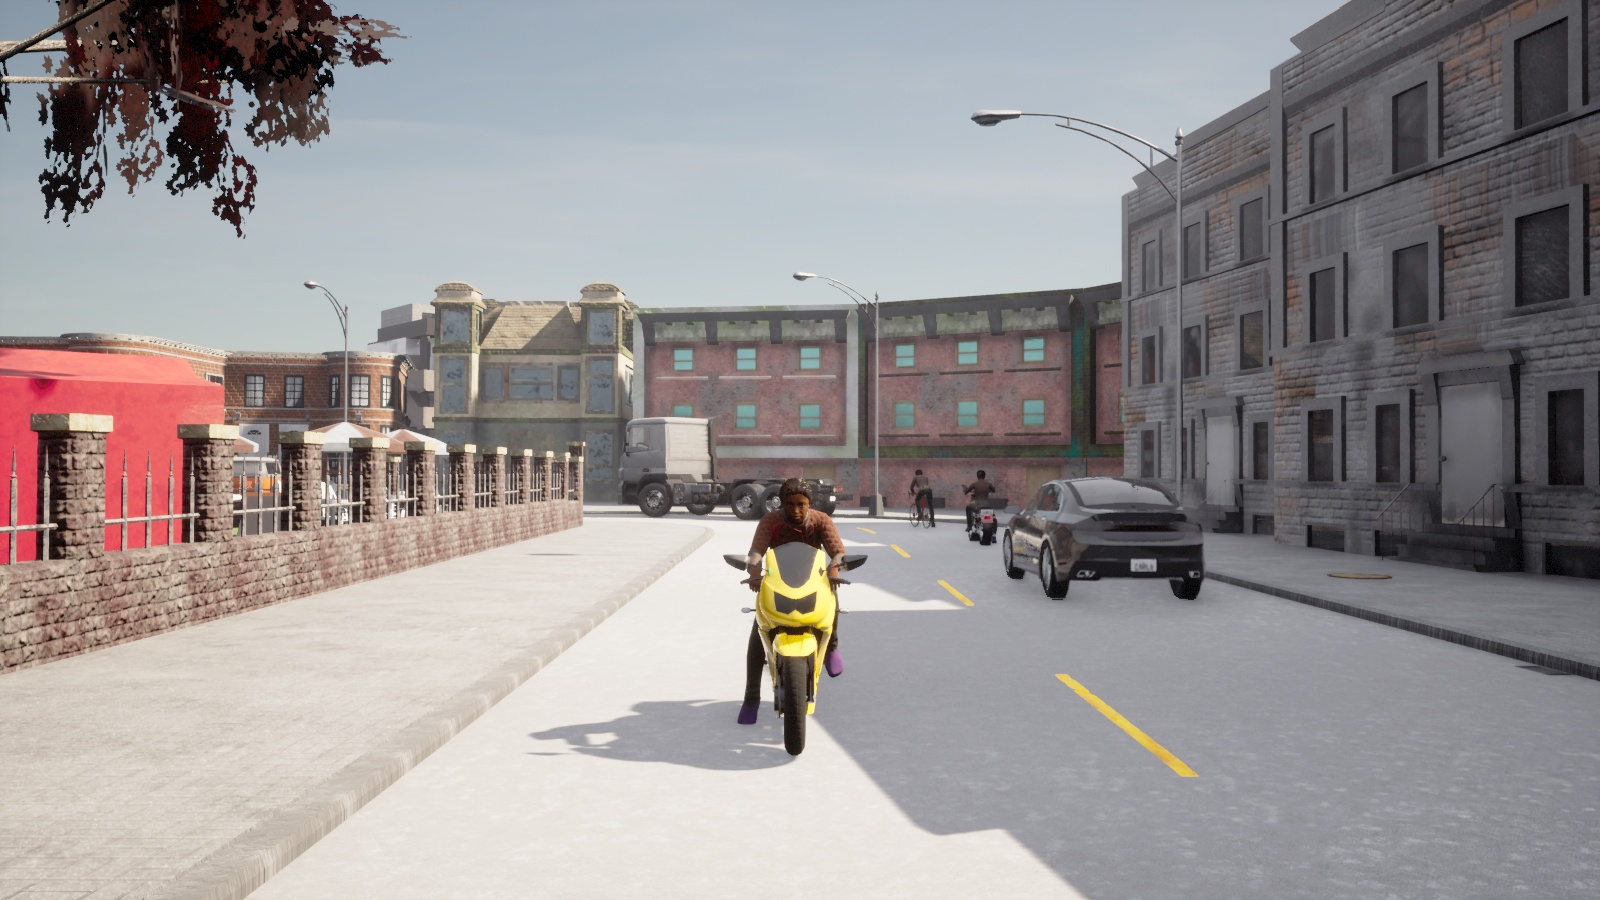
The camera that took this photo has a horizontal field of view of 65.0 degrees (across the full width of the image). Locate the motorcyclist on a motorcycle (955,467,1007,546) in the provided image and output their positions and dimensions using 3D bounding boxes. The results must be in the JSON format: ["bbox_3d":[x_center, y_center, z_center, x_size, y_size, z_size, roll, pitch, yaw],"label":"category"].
[{"bbox_3d":[3.928,1.208,27.392,0.766,1.649,2.350,0,-1,0],"label":"motorcyclist on a motorcycle"}]

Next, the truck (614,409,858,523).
[{"bbox_3d":[-2.225,0.540,41.630,7.936,3.462,2.891,-1,-1,34],"label":"truck"}]

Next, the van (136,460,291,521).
[{"bbox_3d":[-19.921,1.363,42.747,4.442,1.987,1.775,0,-1,0],"label":"van"}]

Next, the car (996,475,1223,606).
[{"bbox_3d":[3.955,1.088,16.948,1.837,1.490,4.892,0,-1,0],"label":"car"}]

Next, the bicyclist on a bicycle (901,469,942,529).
[{"bbox_3d":[3.362,1.341,34.926,0.582,1.620,1.656,0,-1,-14],"label":"bicyclist on a bicycle"}]

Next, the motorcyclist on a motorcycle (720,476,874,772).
[{"bbox_3d":[-0.020,0.923,7.552,0.797,1.523,2.044,0,-1,0],"label":"motorcyclist on a motorcycle"}]
